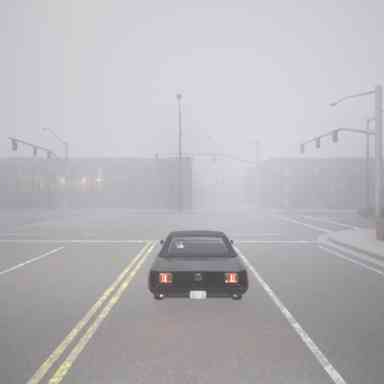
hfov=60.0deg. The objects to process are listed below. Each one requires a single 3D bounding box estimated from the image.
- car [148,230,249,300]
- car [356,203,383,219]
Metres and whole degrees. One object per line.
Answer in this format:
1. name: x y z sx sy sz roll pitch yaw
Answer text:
1. car: 0.121 1.601 8.334 1.895 1.301 4.718 0 0 0
2. car: 16.893 1.600 28.749 4.718 1.301 1.895 0 0 0
